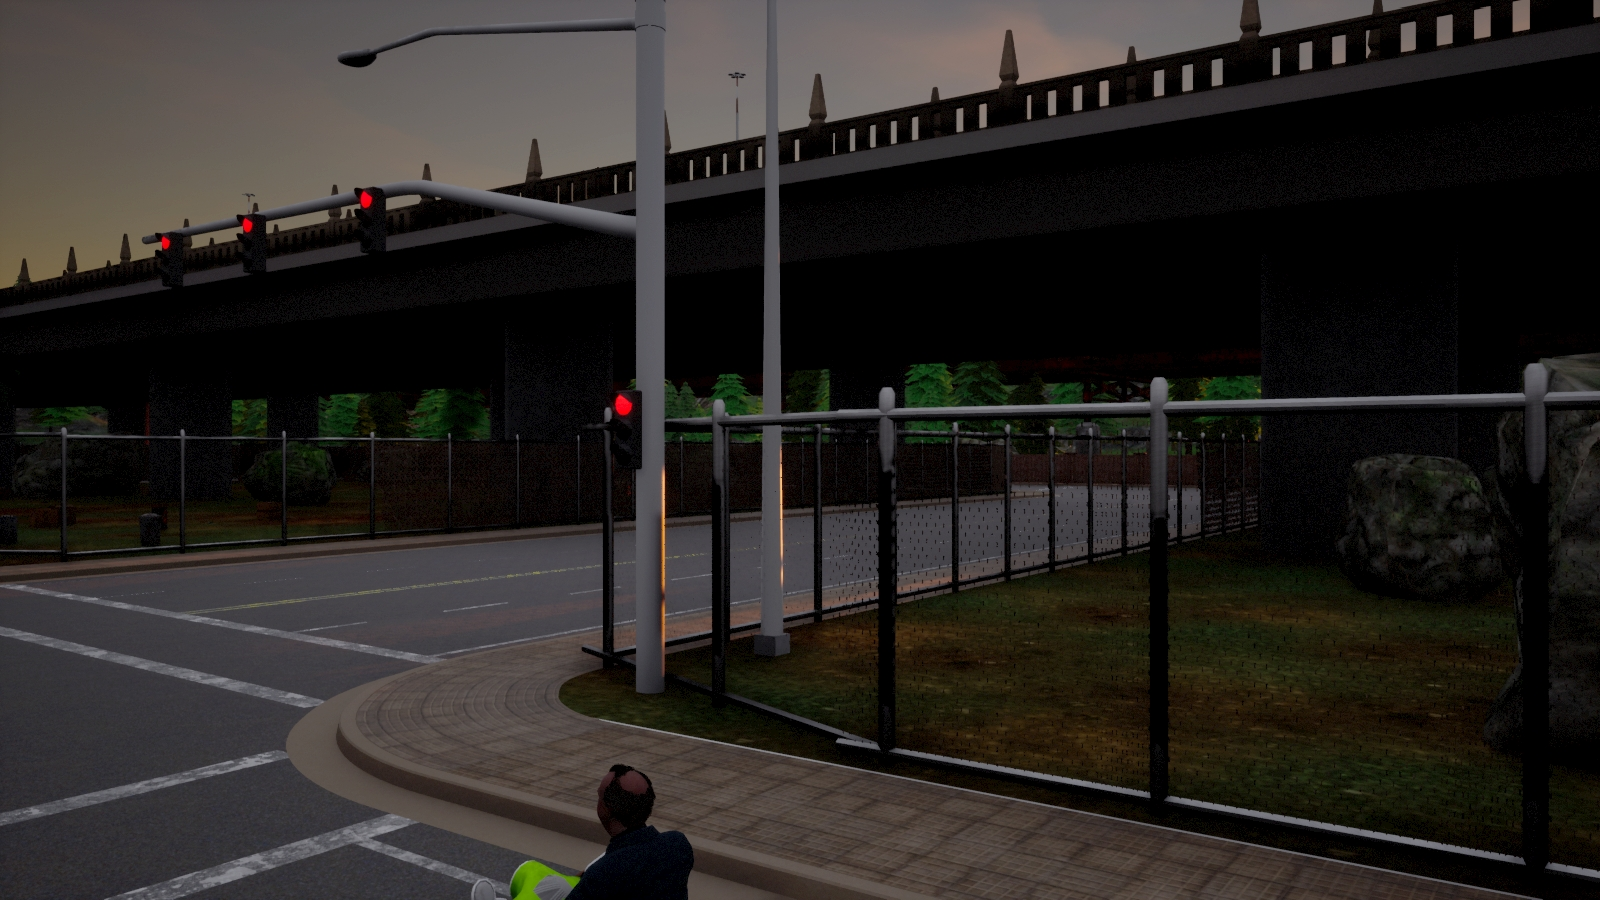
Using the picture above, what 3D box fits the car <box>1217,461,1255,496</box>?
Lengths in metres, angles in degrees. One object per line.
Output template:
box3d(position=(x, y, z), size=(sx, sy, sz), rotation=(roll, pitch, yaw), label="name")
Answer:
box3d(position=(27.681, 1.780, 72.470), size=(2.150, 2.045, 5.566), rotation=(0, 0, 22), label="car")
